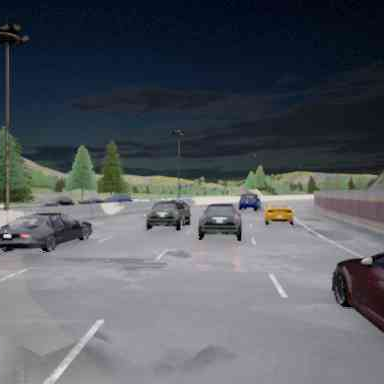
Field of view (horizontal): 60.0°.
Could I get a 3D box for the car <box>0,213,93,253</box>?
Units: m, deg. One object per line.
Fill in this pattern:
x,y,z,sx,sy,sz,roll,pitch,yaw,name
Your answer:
-6.015,1.566,13.900,2.033,1.411,5.357,0,0,7,car

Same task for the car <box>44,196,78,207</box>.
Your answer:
-19.698,1.418,49.375,2.097,1.767,4.553,0,0,19,car

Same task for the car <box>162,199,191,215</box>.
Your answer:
-1.610,1.566,36.186,1.812,1.442,4.674,0,0,16,car

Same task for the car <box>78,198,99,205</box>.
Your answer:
-15.418,1.613,51.228,2.033,1.411,5.357,0,0,19,car

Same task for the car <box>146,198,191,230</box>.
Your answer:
-1.372,1.376,21.295,2.097,1.767,4.553,0,0,9,car

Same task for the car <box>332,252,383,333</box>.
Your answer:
3.829,1.567,5.258,1.994,1.385,4.181,0,0,3,car

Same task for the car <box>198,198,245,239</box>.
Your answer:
1.573,1.370,17.535,2.097,1.767,4.553,0,0,8,car

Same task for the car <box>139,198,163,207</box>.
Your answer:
-6.643,1.664,54.589,1.895,1.301,4.718,0,0,22,car

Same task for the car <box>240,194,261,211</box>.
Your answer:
7.191,1.262,41.100,2.150,2.045,5.566,0,0,18,car

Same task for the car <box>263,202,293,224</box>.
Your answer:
6.404,1.500,24.819,1.882,1.535,5.008,0,0,12,car

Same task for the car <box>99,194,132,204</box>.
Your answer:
-11.466,1.284,51.797,2.150,2.045,5.566,0,0,21,car
